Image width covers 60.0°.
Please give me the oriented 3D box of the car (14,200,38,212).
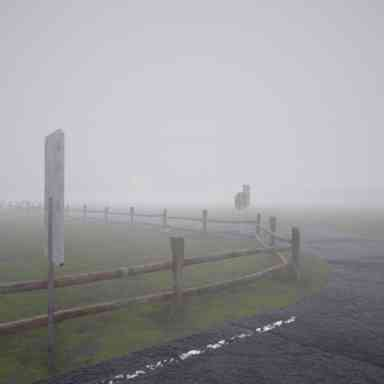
[{"bbox_3d":[-23.591,1.886,47.269,2.097,1.767,4.553,0,-1,-44],"label":"car"}]
